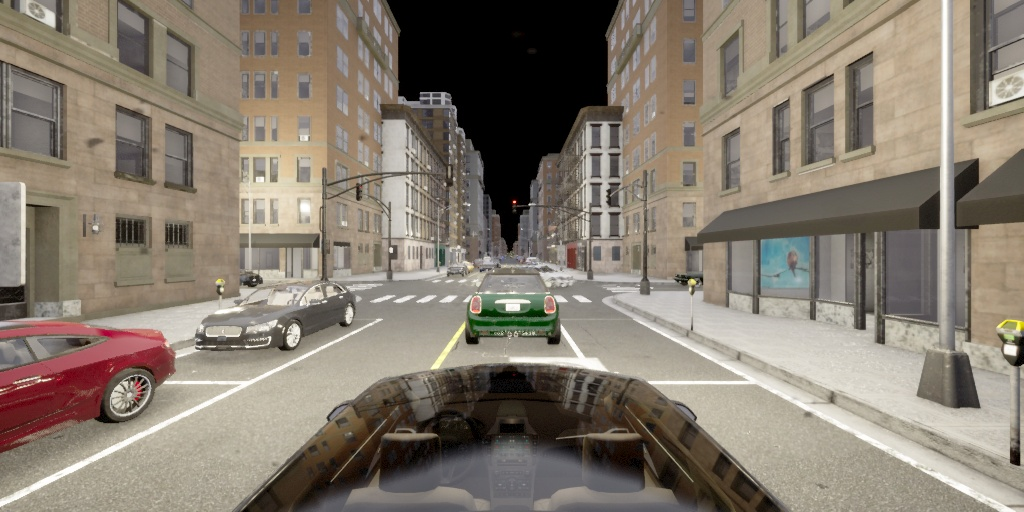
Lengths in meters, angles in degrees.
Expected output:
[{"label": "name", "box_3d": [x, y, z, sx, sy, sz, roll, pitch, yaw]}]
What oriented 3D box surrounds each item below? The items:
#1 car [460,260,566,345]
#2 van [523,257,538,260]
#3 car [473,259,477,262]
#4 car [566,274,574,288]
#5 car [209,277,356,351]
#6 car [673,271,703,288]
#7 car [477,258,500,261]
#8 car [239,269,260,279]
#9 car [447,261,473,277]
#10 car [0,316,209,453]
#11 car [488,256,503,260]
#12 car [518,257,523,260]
[{"label": "car", "box_3d": [0.040, 1.102, 9.685, 2.097, 1.767, 4.553, 0, 0, 1]}, {"label": "van", "box_3d": [2.637, 1.084, 46.533, 1.690, 1.789, 3.998, 0, 0, 0]}, {"label": "car", "box_3d": [-5.398, 1.270, 40.955, 1.751, 1.417, 4.829, 0, 0, 0]}, {"label": "car", "box_3d": [1.657, 1.284, 23.075, 4.674, 1.442, 1.812, 0, 1, 34]}, {"label": "car", "box_3d": [-5.389, 1.300, 8.843, 2.007, 1.370, 4.403, 0, 0, 0]}, {"label": "car", "box_3d": [13.495, 1.431, 24.079, 4.718, 1.301, 1.895, 0, 0, 0]}, {"label": "car", "box_3d": [-2.850, 1.292, 42.945, 2.033, 1.411, 5.357, 0, 0, 0]}, {"label": "car", "box_3d": [-17.145, 1.223, 21.077, 4.181, 1.385, 1.994, 0, 0, 0]}, {"label": "car", "box_3d": [-5.393, 1.296, 35.719, 2.007, 1.370, 4.403, 0, 0, 0]}, {"label": "car", "box_3d": [-5.389, 1.332, 3.161, 1.802, 1.307, 4.207, 0, 0, 0]}, {"label": "car", "box_3d": [-2.837, 1.241, 58.338, 1.837, 1.490, 4.892, 0, 2, 1]}, {"label": "car", "box_3d": [2.640, 1.056, 62.752, 2.192, 1.841, 5.009, 0, 0, 0]}]
